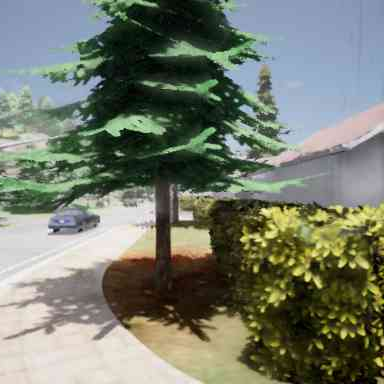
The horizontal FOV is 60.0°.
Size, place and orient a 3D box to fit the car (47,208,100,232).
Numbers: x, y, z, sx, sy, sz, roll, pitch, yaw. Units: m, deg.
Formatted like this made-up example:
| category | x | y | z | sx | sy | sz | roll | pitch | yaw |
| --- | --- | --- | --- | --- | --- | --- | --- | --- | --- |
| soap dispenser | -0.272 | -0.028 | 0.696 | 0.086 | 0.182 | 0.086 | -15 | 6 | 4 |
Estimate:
| category | x | y | z | sx | sy | sz | roll | pitch | yaw |
| --- | --- | --- | --- | --- | --- | --- | --- | --- | --- |
| car | -7.539 | 1.762 | 21.698 | 2.033 | 1.411 | 5.357 | 0 | 0 | -1 |

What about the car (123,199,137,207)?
| category | x | y | z | sx | sy | sz | roll | pitch | yaw |
| --- | --- | --- | --- | --- | --- | --- | --- | --- | --- |
| car | -11.657 | 2.071 | 62.519 | 1.812 | 1.442 | 4.674 | 0 | 0 | 0 |
